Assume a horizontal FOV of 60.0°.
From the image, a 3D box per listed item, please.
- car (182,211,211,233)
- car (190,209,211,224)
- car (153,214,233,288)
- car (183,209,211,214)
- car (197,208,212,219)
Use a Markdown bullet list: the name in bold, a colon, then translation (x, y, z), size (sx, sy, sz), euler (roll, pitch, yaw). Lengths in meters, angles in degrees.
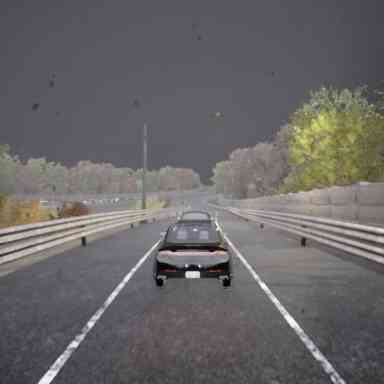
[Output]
- **car**: translation (0.385, 2.144, 24.609), size (1.895, 1.301, 4.718), euler (0, -2, 2)
- **car**: translation (0.925, 2.454, 34.124), size (2.033, 1.411, 5.357), euler (0, -2, 3)
- **car**: translation (0.038, 1.576, 9.451), size (2.128, 1.511, 4.902), euler (0, -1, 0)
- **car**: translation (0.184, 1.779, 18.036), size (1.882, 1.535, 5.008), euler (0, -2, 1)
- **car**: translation (1.782, 2.993, 46.807), size (1.895, 1.301, 4.718), euler (0, -2, 4)
